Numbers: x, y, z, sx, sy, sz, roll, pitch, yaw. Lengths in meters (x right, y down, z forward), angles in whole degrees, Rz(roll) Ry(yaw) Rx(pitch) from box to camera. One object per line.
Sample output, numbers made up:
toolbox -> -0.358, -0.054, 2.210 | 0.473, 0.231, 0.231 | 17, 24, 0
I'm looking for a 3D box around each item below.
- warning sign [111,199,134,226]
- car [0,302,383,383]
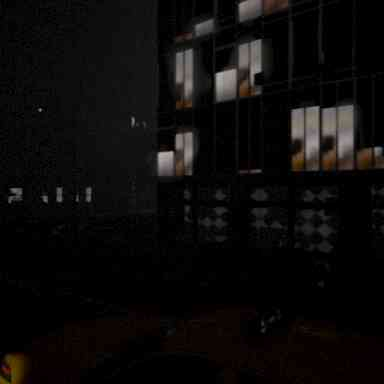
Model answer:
warning sign -> -5.098, 1.452, 24.413 | 1.300, 1.860, 1.060 | 1, 1, 33
car -> 0.311, 1.525, 2.498 | 4.829, 1.417, 1.752 | 0, 0, 36
